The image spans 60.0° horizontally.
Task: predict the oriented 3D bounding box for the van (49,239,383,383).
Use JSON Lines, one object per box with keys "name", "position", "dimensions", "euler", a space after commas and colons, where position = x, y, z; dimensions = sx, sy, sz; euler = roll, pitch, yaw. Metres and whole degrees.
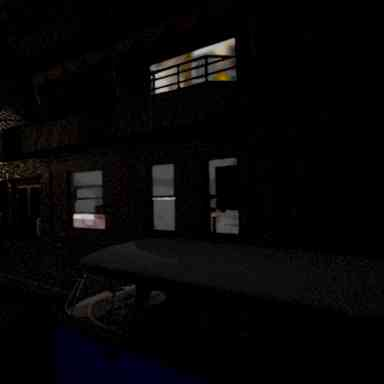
{"name": "van", "position": [0.608, 1.347, 2.462], "dimensions": [3.998, 1.788, 1.690], "euler": [0, -1, 36]}
